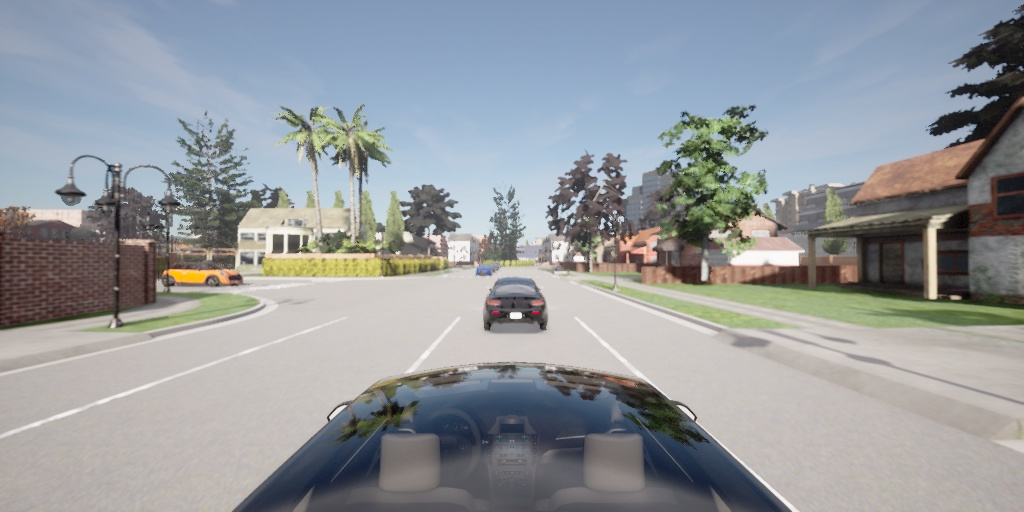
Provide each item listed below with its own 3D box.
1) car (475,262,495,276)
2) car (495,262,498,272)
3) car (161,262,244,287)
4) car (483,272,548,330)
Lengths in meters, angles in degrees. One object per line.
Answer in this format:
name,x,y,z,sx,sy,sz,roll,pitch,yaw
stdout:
car,-3.592,1.799,46.291,1.882,1.535,5.008,0,-1,0
car,-3.583,1.973,56.193,1.812,1.442,4.674,0,-1,0
car,-21.580,1.240,25.178,4.553,1.767,2.097,0,-1,0
car,0.100,1.402,11.596,1.812,1.442,4.674,0,-1,0
